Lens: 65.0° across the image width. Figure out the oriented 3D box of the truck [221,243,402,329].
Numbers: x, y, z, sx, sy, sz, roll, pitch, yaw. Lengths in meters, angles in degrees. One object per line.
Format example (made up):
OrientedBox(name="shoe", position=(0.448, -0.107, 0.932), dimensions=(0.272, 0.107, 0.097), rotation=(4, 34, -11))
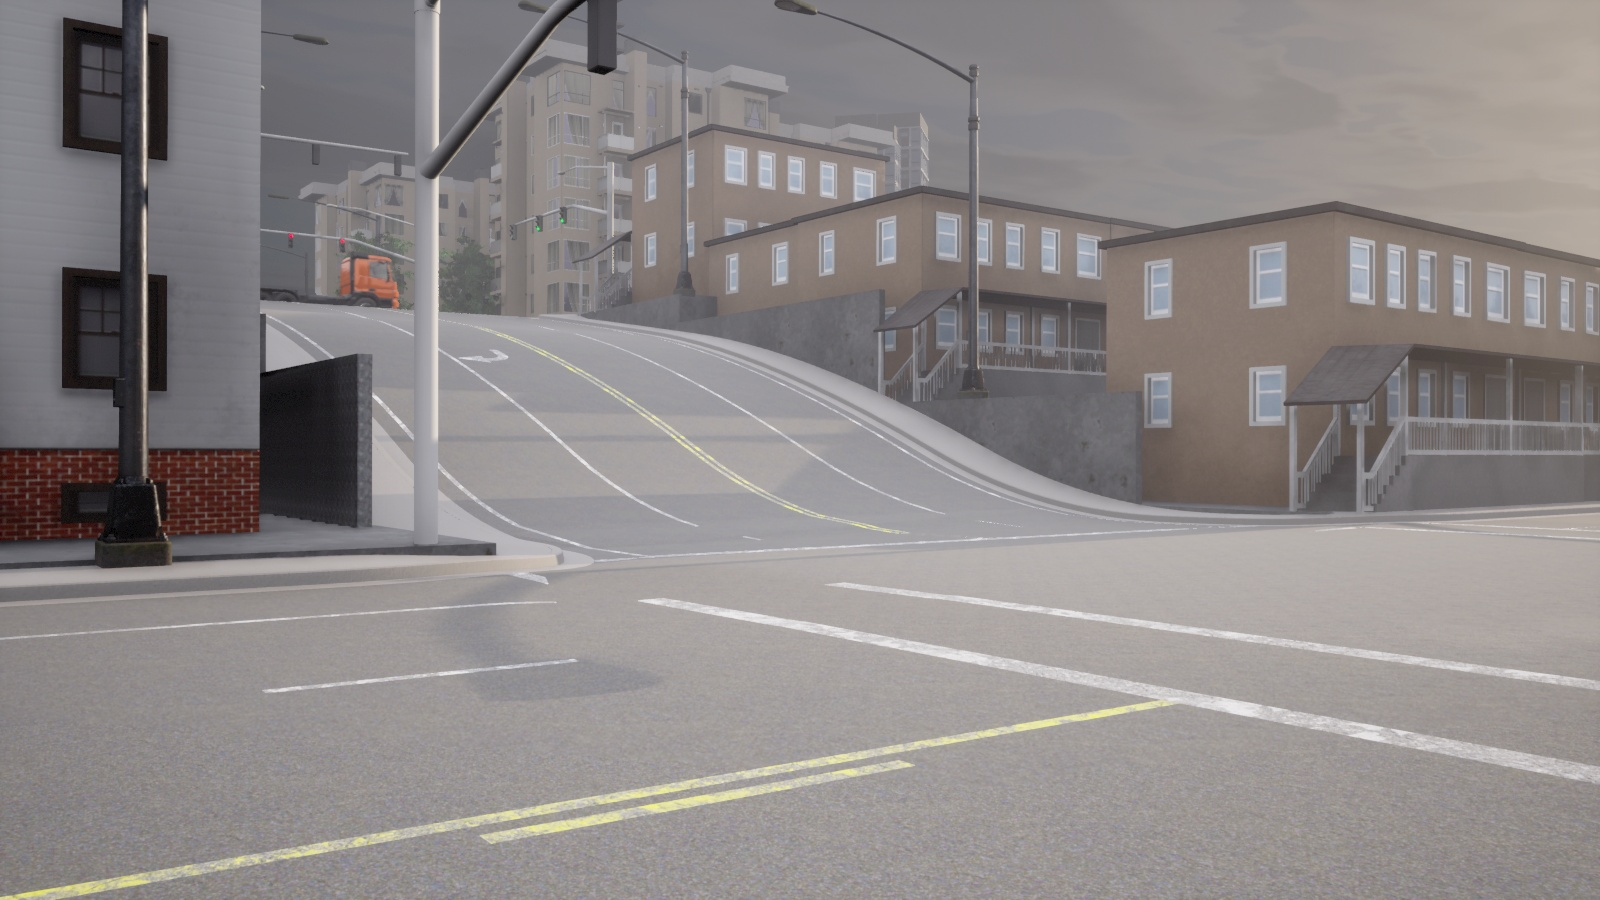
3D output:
OrientedBox(name="truck", position=(-24.370, -8.082, 62.810), dimensions=(7.936, 3.462, 2.891), rotation=(-1, 0, -35))
